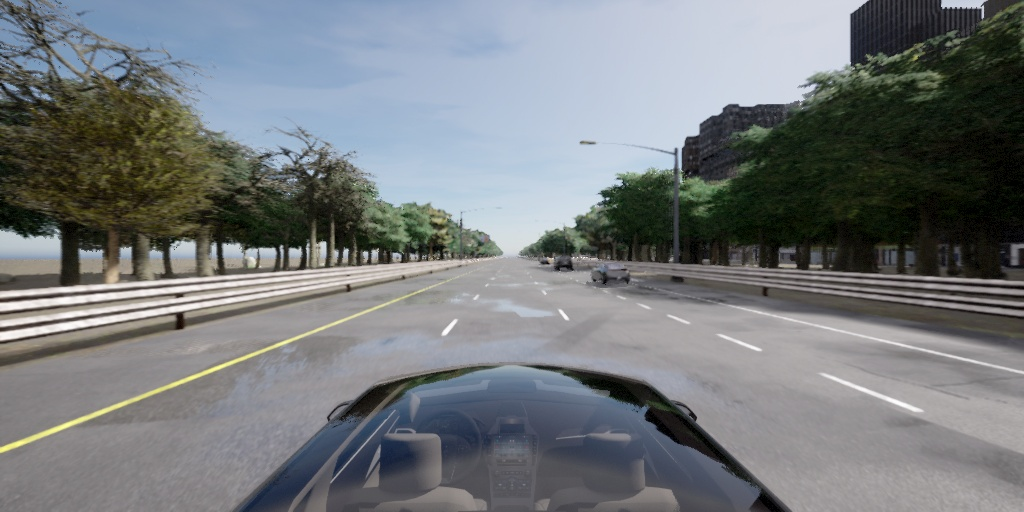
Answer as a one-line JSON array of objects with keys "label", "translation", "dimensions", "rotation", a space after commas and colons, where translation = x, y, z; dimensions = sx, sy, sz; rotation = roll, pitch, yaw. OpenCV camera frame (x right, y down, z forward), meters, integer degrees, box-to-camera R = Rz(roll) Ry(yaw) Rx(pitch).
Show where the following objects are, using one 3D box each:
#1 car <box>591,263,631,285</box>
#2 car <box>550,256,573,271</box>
[{"label": "car", "translation": [7.040, 1.249, 25.943], "dimensions": [2.128, 1.511, 4.902], "rotation": [0, 0, 0]}, {"label": "car", "translation": [7.099, 0.986, 50.000], "dimensions": [2.150, 2.045, 5.566], "rotation": [0, 0, 0]}]
